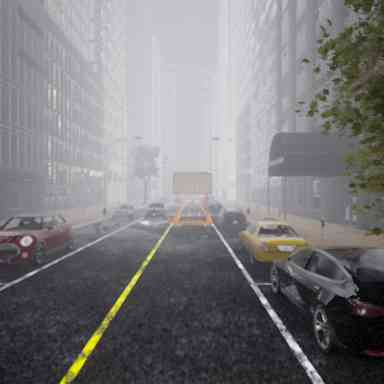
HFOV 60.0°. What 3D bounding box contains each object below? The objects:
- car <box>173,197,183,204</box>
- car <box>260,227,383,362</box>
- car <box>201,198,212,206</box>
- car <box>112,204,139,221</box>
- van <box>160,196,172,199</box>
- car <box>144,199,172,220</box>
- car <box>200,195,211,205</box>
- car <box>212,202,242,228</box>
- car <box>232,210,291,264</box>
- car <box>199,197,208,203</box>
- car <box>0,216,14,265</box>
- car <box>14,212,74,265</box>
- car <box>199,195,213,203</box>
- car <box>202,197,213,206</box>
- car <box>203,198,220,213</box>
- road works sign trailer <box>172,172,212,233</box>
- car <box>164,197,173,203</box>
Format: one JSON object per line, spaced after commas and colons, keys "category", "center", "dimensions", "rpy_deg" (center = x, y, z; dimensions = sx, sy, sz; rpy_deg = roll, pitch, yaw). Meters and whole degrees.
{"category": "car", "center": [-2.933, 1.805, 70.292], "dimensions": [1.994, 1.385, 4.181], "rpy_deg": [0, 0, 0]}
{"category": "car", "center": [2.691, 1.593, 5.957], "dimensions": [1.947, 1.339, 4.313], "rpy_deg": [0, 0, 0]}
{"category": "car", "center": [2.746, 1.802, 62.936], "dimensions": [1.887, 1.381, 4.507], "rpy_deg": [0, 0, 0]}
{"category": "car", "center": [-5.667, 1.706, 28.762], "dimensions": [1.802, 1.307, 4.206], "rpy_deg": [0, 0, 0]}
{"category": "van", "center": [-5.630, 1.619, 68.649], "dimensions": [1.690, 1.788, 3.998], "rpy_deg": [0, 0, 0]}
{"category": "car", "center": [-3.070, 1.632, 29.439], "dimensions": [1.837, 1.490, 4.892], "rpy_deg": [0, 0, 0]}
{"category": "car", "center": [2.751, 1.592, 68.636], "dimensions": [2.192, 1.841, 5.009], "rpy_deg": [0, 0, 0]}
{"category": "car", "center": [2.707, 1.651, 23.050], "dimensions": [2.008, 1.369, 4.403], "rpy_deg": [0, 0, 0]}
{"category": "car", "center": [2.696, 1.577, 11.825], "dimensions": [1.752, 1.417, 4.829], "rpy_deg": [0, 0, 0]}
{"category": "car", "center": [2.763, 1.861, 80.031], "dimensions": [1.887, 1.381, 4.507], "rpy_deg": [0, 0, 0]}
{"category": "car", "center": [-5.692, 1.342, 5.972], "dimensions": [2.192, 1.841, 5.009], "rpy_deg": [0, 0, 0]}
{"category": "car", "center": [-5.685, 1.492, 11.669], "dimensions": [1.967, 1.590, 4.097], "rpy_deg": [0, 0, 0]}
{"category": "car", "center": [2.740, 1.552, 57.240], "dimensions": [2.192, 1.841, 5.009], "rpy_deg": [0, 0, 0]}
{"category": "car", "center": [2.730, 1.738, 45.842], "dimensions": [1.887, 1.381, 4.507], "rpy_deg": [0, 0, 0]}
{"category": "car", "center": [2.724, 1.737, 40.144], "dimensions": [1.947, 1.339, 4.313], "rpy_deg": [0, 0, 0]}
{"category": "road works sign trailer", "center": [0.018, 0.553, 20.344], "dimensions": [2.380, 3.560, 2.880], "rpy_deg": [0, 0, 0]}
{"category": "car", "center": [-5.617, 1.868, 80.042], "dimensions": [2.008, 1.369, 4.403], "rpy_deg": [0, 0, 0]}
